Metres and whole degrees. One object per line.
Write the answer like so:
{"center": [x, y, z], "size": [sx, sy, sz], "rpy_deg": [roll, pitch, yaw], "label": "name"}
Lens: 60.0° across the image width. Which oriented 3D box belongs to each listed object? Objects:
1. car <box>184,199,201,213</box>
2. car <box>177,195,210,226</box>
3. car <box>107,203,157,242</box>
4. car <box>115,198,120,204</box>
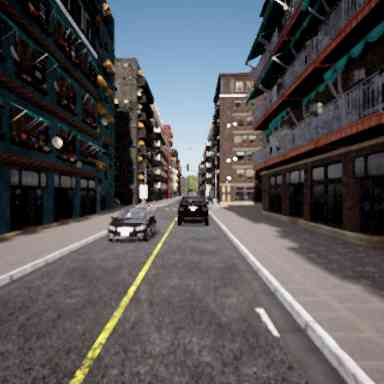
{"center": [0.019, 1.571, 38.799], "size": [1.837, 1.490, 4.892], "rpy_deg": [0, 0, 0], "label": "car"}
{"center": [0.103, 1.258, 24.181], "size": [2.150, 2.045, 5.566], "rpy_deg": [0, -1, 1], "label": "car"}
{"center": [-2.841, 1.518, 16.552], "size": [2.128, 1.511, 4.902], "rpy_deg": [0, 0, 0], "label": "car"}
{"center": [-13.508, 1.663, 52.872], "size": [4.097, 1.590, 1.967], "rpy_deg": [-1, 0, 0], "label": "car"}
